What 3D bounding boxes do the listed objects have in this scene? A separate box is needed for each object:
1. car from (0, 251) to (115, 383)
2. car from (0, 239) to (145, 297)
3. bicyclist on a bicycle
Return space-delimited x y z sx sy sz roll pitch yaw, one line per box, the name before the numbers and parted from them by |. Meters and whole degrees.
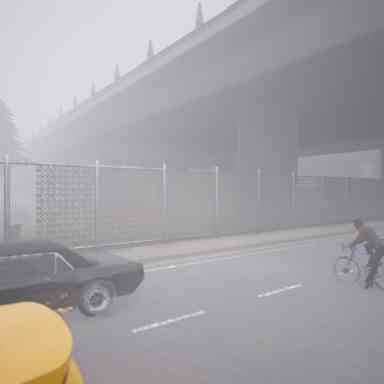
car | -3.112 1.478 1.553 5.008 1.535 1.882 0 0 -39
car | -3.333 1.601 5.889 4.718 1.301 1.895 0 0 -37
bicyclist on a bicycle | 4.065 1.454 7.782 0.582 1.620 1.656 0 -1 -37
